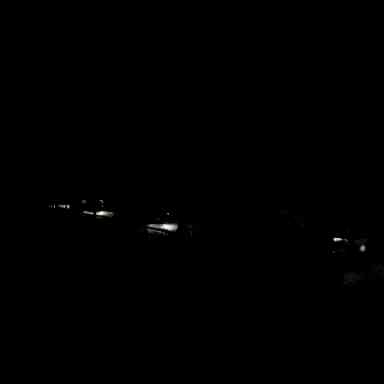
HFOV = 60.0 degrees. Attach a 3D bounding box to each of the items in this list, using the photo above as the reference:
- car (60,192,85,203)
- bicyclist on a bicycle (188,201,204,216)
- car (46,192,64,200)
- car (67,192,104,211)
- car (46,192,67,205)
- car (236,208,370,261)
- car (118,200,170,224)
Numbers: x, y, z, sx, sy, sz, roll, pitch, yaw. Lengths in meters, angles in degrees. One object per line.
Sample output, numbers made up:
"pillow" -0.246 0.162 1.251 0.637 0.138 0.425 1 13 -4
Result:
"car" -17.038 0.786 47.167 2.033 1.411 5.357 1 1 -34
"bicyclist on a bicycle" 0.338 1.134 27.282 1.656 1.620 0.582 0 1 -35
"car" -23.108 0.668 56.003 1.895 1.301 4.718 1 1 -35
"car" -10.075 0.833 31.872 2.097 1.767 4.553 1 0 -35
"car" -17.139 0.783 42.180 1.837 1.490 4.892 1 1 -34
"car" 3.691 1.369 11.902 2.128 1.511 4.902 1 1 -35
"car" -3.465 1.218 22.277 2.033 1.411 5.357 1 1 -35
